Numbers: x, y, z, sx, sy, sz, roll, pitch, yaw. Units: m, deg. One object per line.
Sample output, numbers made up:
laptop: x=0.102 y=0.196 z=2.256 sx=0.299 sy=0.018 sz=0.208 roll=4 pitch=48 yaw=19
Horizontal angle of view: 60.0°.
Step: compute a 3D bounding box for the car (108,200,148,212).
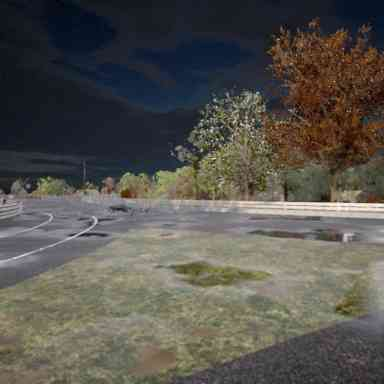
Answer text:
car: x=-5.991 y=1.356 z=30.704 sx=4.674 sy=1.442 sz=1.812 roll=0 pitch=0 yaw=42
